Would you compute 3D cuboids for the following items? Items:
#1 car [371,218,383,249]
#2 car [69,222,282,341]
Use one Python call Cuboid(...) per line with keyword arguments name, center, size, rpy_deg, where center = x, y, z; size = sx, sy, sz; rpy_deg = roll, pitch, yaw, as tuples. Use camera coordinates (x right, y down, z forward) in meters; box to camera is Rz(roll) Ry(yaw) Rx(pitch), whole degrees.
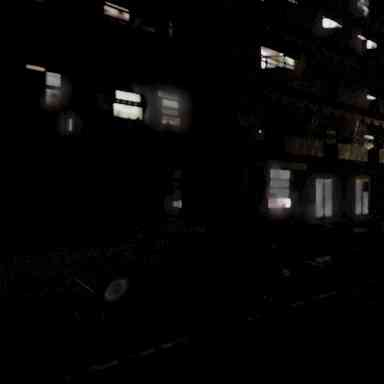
Cuboid(name="car", center=(9.078, 1.250, 13.028), size=(5.009, 1.841, 2.192), rpy_deg=(0, 1, -36))
Cuboid(name="car", center=(-0.185, 1.424, 6.420), size=(4.097, 1.590, 1.967), rpy_deg=(0, 1, -35))
